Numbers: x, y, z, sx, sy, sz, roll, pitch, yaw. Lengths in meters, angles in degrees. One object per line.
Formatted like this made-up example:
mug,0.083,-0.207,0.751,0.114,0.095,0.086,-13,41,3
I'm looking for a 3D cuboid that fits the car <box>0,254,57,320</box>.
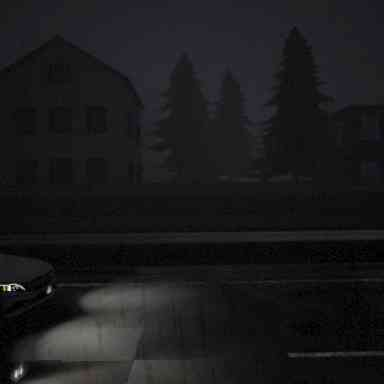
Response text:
car,-4.941,1.537,6.030,4.674,1.442,1.812,-1,1,-1
